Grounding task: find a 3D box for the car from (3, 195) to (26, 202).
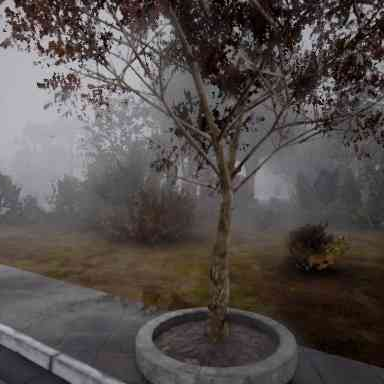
[{"bbox_3d":[-22.570,1.165,43.292,1.837,1.490,4.892,1,0,32],"label":"car"}]
